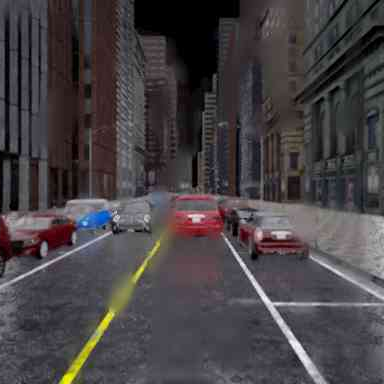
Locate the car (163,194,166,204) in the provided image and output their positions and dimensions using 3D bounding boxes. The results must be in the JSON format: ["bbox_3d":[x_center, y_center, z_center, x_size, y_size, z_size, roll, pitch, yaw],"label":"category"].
[{"bbox_3d":[-5.454,1.414,51.734,1.752,1.417,4.829,0,0,0],"label":"car"}]

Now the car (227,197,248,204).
[{"bbox_3d":[2.897,1.272,23.677,2.192,1.841,5.009,0,0,0],"label":"car"}]

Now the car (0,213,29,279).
[{"bbox_3d":[-5.734,1.292,6.810,2.192,1.841,5.009,0,0,0],"label":"car"}]

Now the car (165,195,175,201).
[{"bbox_3d":[-5.277,1.410,80.086,1.947,1.339,4.313,0,0,0],"label":"car"}]

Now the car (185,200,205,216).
[{"bbox_3d":[0.295,1.535,33.157,1.895,1.301,4.718,0,0,0],"label":"car"}]

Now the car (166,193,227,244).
[{"bbox_3d":[0.188,1.190,15.729,2.150,2.045,5.566,0,0,0],"label":"car"}]

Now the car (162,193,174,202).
[{"bbox_3d":[-5.313,1.168,74.449,2.192,1.841,5.009,0,0,0],"label":"car"}]

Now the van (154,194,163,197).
[{"bbox_3d":[-5.488,1.240,46.266,1.690,1.788,3.998,0,0,0],"label":"van"}]

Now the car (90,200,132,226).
[{"bbox_3d":[-5.628,1.383,23.721,1.967,1.590,4.097,0,0,0],"label":"car"}]

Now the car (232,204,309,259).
[{"bbox_3d":[2.827,1.419,12.404,1.967,1.590,4.097,0,0,0],"label":"car"}]

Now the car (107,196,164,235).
[{"bbox_3d":[-2.989,1.310,18.533,2.097,1.767,4.553,0,0,0],"label":"car"}]

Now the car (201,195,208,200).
[{"bbox_3d":[3.318,1.424,91.312,1.802,1.307,4.206,0,0,0],"label":"car"}]

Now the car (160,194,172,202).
[{"bbox_3d":[-5.348,1.302,68.812,1.967,1.590,4.097,0,0,0],"label":"car"}]

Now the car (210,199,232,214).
[{"bbox_3d":[2.967,1.500,34.949,1.947,1.339,4.313,0,0,0],"label":"car"}]

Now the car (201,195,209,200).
[{"bbox_3d":[3.283,1.432,85.675,1.802,1.307,4.206,0,0,0],"label":"car"}]

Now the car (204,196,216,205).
[{"bbox_3d":[3.107,1.459,57.493,1.947,1.339,4.313,0,0,0],"label":"car"}]

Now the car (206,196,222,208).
[{"bbox_3d":[3.037,1.353,46.221,1.967,1.590,4.097,0,0,0],"label":"car"}]

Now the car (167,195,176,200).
[{"bbox_3d":[-5.242,1.402,85.722,1.947,1.339,4.313,0,0,0],"label":"car"}]

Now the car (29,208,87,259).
[{"bbox_3d":[-5.698,1.510,12.447,1.887,1.381,4.507,0,0,0],"label":"car"}]

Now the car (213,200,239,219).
[{"bbox_3d":[2.932,1.490,29.313,1.887,1.381,4.507,0,0,0],"label":"car"}]

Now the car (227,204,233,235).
[{"bbox_3d":[2.862,1.534,18.040,1.947,1.339,4.313,0,0,0],"label":"car"}]

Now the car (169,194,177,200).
[{"bbox_3d":[-5.207,1.380,91.359,2.008,1.369,4.403,0,0,0],"label":"car"}]

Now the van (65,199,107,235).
[{"bbox_3d":[-5.663,1.296,18.084,1.690,1.788,3.998,0,0,0],"label":"van"}]
